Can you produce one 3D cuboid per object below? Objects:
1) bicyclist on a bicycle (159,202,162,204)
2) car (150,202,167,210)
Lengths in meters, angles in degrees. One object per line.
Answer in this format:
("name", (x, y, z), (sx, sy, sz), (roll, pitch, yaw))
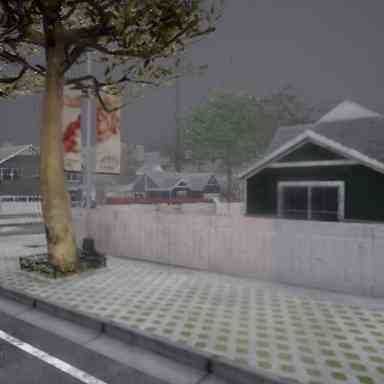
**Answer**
("bicyclist on a bicycle", (-2.295, 1.613, 25.335), (1.656, 1.620, 0.582), (0, 0, 34))
("car", (-3.653, 1.847, 33.735), (1.837, 1.490, 4.892), (1, 0, 34))
